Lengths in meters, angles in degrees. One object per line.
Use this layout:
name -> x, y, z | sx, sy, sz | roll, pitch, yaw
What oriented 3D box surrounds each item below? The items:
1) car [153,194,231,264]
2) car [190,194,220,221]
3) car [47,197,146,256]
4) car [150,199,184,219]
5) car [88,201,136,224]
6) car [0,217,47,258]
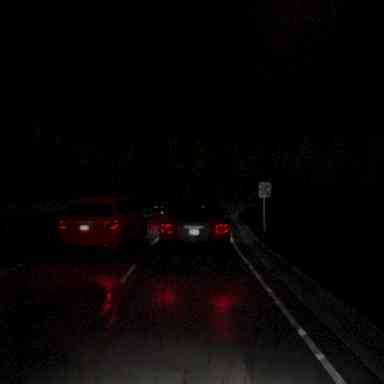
car -> 0.152, 1.207, 11.930 | 2.150, 2.045, 5.566 | 0, 0, 2
car -> 1.208, 1.190, 28.058 | 2.150, 2.045, 5.566 | 0, 0, 6
car -> -3.295, 1.208, 13.214 | 2.150, 2.045, 5.566 | 0, 0, 2
car -> -2.137, 1.457, 29.460 | 2.128, 1.511, 4.902 | 0, 0, 6
car -> -6.031, 1.516, 25.955 | 2.033, 1.411, 5.357 | 0, 0, 5
car -> -6.804, 1.585, 12.735 | 1.895, 1.301, 4.718 | 0, 0, 2
